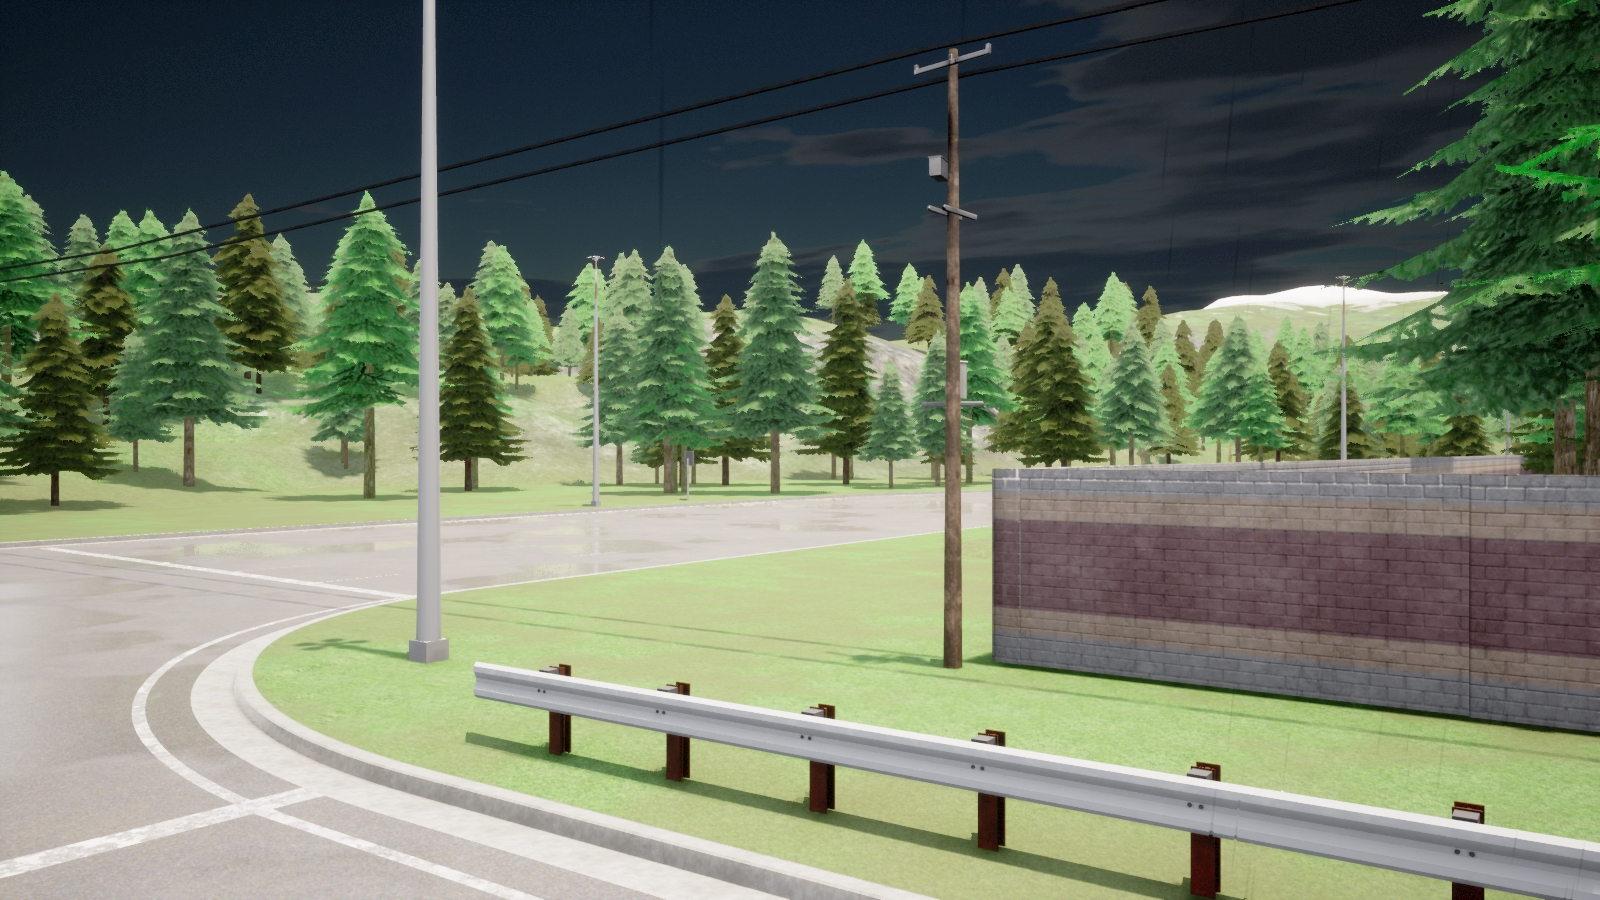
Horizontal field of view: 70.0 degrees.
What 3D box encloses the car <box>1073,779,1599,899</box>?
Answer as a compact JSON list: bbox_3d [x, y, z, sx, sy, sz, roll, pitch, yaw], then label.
[{"bbox_3d":[3.010,1.982,1.681,5.238,1.638,2.097,0,0,35],"label":"car"}]
